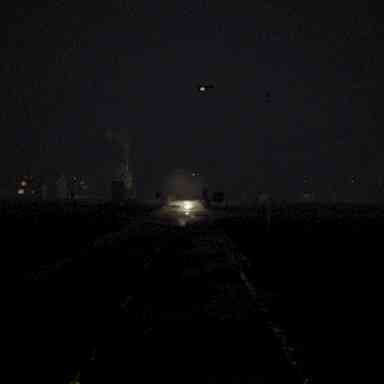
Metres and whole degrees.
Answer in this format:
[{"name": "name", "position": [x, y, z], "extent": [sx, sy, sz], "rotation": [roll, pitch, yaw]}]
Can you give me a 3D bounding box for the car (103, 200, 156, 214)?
[{"name": "car", "position": [-6.489, 1.545, 34.904], "extent": [5.357, 1.411, 2.033], "rotation": [1, -1, -1]}]
